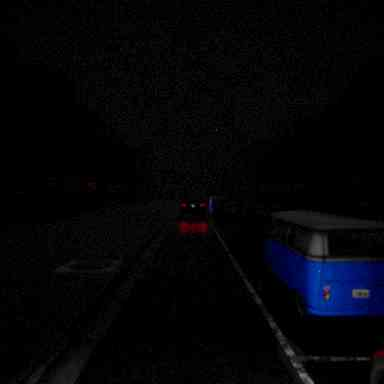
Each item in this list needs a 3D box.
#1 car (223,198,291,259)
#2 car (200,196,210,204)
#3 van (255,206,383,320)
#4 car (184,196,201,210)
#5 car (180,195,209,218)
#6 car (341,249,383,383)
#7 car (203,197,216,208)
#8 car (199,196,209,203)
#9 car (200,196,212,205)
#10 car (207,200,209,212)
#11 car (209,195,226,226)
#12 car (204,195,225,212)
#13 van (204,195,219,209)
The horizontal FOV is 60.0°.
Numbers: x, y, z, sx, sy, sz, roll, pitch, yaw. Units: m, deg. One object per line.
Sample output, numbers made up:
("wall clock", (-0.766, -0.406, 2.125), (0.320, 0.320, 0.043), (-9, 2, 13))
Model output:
("car", (2.629, 1.323, 12.509), (2.192, 1.841, 5.009), (0, 0, 0))
("car", (2.615, 1.574, 67.435), (1.752, 1.417, 4.829), (0, 0, 0))
("van", (2.633, 1.345, 7.035), (1.690, 1.788, 3.998), (0, 0, 0))
("car", (0.087, 1.384, 44.582), (2.097, 1.767, 4.553), (0, 0, 0))
("car", (0.089, 1.245, 30.144), (2.150, 2.045, 5.566), (0, 0, 0))
("car", (2.635, 1.441, 1.560), (1.967, 1.590, 4.097), (0, 0, 0))
("car", (2.620, 1.562, 51.009), (1.752, 1.417, 4.829), (0, 0, 0))
("car", (2.613, 1.603, 72.741), (2.008, 1.369, 4.403), (0, 0, 0))
("car", (2.616, 1.485, 61.790), (1.967, 1.590, 4.097), (0, 0, 0))
("car", (2.627, 1.571, 28.937), (2.008, 1.369, 4.403), (0, 0, 0))
("car", (2.628, 1.331, 23.461), (2.192, 1.841, 5.009), (0, 0, 0))
("car", (2.623, 1.344, 39.888), (2.192, 1.841, 5.009), (0, 0, 0))
("van", (2.621, 1.374, 45.363), (1.690, 1.788, 3.998), (0, 0, 0))
